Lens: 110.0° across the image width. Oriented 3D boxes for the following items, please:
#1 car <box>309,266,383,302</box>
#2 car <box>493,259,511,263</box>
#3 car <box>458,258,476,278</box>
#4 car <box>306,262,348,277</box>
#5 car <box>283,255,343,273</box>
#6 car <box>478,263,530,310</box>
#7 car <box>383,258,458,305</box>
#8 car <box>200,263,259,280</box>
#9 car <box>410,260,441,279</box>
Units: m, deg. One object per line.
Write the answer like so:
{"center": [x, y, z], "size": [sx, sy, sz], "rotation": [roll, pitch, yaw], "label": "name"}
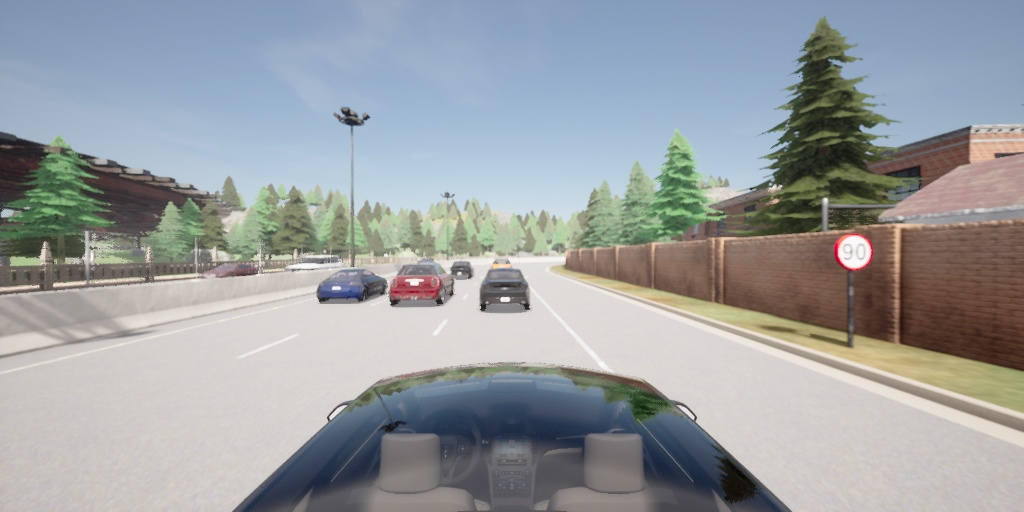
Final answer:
{"center": [-7.391, 1.304, 16.960], "size": [1.994, 1.385, 4.181], "rotation": [0, 0, -2], "label": "car"}
{"center": [-0.910, 1.009, 31.891], "size": [2.097, 1.767, 4.553], "rotation": [0, 0, -2], "label": "car"}
{"center": [-4.416, 1.181, 32.057], "size": [1.837, 1.490, 4.892], "rotation": [0, 0, -2], "label": "car"}
{"center": [-18.685, 1.337, 36.556], "size": [1.895, 1.301, 4.718], "rotation": [0, 0, -1], "label": "car"}
{"center": [-14.949, 0.967, 27.339], "size": [2.150, 2.045, 5.566], "rotation": [0, 0, -2], "label": "car"}
{"center": [-0.310, 1.216, 14.636], "size": [1.837, 1.490, 4.892], "rotation": [0, 0, -2], "label": "car"}
{"center": [-3.861, 1.077, 16.055], "size": [2.097, 1.767, 4.553], "rotation": [0, 0, -2], "label": "car"}
{"center": [-21.967, 1.307, 28.201], "size": [1.812, 1.442, 4.674], "rotation": [0, 0, -2], "label": "car"}
{"center": [-7.963, 1.167, 33.471], "size": [1.882, 1.535, 5.008], "rotation": [0, 0, -2], "label": "car"}
